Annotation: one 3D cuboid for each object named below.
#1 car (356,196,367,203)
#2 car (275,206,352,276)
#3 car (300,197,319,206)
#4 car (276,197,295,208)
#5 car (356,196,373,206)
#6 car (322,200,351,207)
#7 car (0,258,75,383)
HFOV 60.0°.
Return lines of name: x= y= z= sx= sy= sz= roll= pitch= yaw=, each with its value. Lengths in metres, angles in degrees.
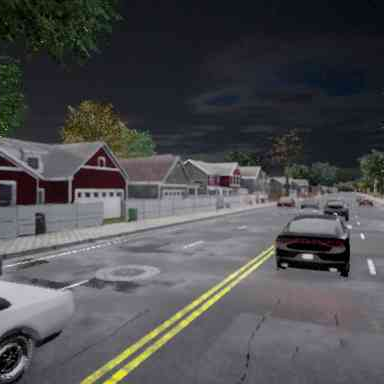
car: x=33.673 y=1.434 z=66.236 sx=1.895 sy=1.301 sz=4.718 roll=0 pitch=0 yaw=25
car: x=3.935 y=1.446 z=10.510 sx=1.882 sy=1.535 sz=5.008 roll=0 pitch=0 yaw=25
car: x=14.622 y=1.397 z=41.274 sx=1.837 sy=1.490 sz=4.892 roll=0 pitch=0 yaw=25
car: x=12.678 y=1.354 z=44.768 sx=1.882 sy=1.535 sz=5.008 roll=0 pitch=0 yaw=25
car: x=26.595 y=1.406 z=50.975 sx=1.812 sy=1.442 sz=4.674 roll=0 pitch=0 yaw=26
car: x=11.811 y=1.434 z=27.227 sx=1.837 sy=1.490 sz=4.892 roll=0 pitch=0 yaw=25
car: x=-3.444 y=1.584 z=2.952 sx=1.895 sy=1.301 sz=4.718 roll=0 pitch=0 yaw=25
